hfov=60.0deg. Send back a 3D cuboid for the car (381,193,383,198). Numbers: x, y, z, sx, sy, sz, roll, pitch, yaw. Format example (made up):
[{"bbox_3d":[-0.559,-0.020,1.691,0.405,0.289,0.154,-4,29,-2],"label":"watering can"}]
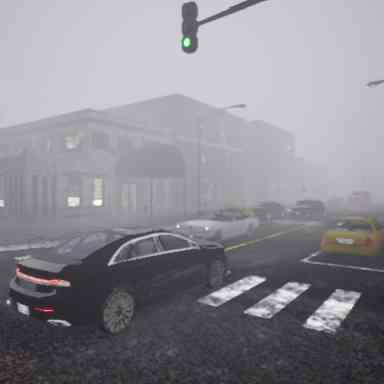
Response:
[{"bbox_3d":[45.856,0.988,81.237,1.947,1.339,4.313,0,0,36],"label":"car"}]

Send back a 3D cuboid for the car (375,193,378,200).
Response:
[{"bbox_3d":[35.830,1.077,67.396,1.947,1.339,4.313,0,1,36],"label":"car"}]

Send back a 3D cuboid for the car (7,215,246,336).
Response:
[{"bbox_3d":[-1.038,1.461,6.807,2.128,1.511,4.902,0,1,36],"label":"car"}]

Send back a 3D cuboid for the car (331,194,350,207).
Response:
[{"bbox_3d":[19.122,1.229,44.329,2.008,1.369,4.403,0,1,36],"label":"car"}]

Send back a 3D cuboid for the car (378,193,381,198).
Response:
[{"bbox_3d":[39.172,1.062,72.009,1.802,1.307,4.206,0,1,36],"label":"car"}]

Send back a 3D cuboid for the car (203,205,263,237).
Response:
[{"bbox_3d":[1.252,1.507,15.253,1.895,1.301,4.718,0,0,36],"label":"car"}]

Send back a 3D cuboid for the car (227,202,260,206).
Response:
[{"bbox_3d":[2.314,1.394,21.124,1.752,1.417,4.829,0,1,36],"label":"car"}]

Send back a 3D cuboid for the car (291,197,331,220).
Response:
[{"bbox_3d":[9.101,1.315,26.086,1.837,1.490,4.892,0,1,36],"label":"car"}]

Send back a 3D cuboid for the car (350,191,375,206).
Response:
[{"bbox_3d":[22.201,0.874,44.006,2.150,2.045,5.566,0,0,36],"label":"car"}]

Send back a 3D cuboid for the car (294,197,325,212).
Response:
[{"bbox_3d":[12.439,1.296,35.103,1.887,1.381,4.507,0,1,36],"label":"car"}]

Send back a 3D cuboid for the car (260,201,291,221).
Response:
[{"bbox_3d":[5.756,1.373,25.876,1.887,1.381,4.507,0,1,36],"label":"car"}]

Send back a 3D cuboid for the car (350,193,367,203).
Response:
[{"bbox_3d":[29.148,1.016,58.168,1.967,1.590,4.097,0,1,36],"label":"car"}]

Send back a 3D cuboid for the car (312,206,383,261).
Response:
[{"bbox_3d":[5.956,1.429,11.866,1.752,1.417,4.829,0,1,36],"label":"car"}]
